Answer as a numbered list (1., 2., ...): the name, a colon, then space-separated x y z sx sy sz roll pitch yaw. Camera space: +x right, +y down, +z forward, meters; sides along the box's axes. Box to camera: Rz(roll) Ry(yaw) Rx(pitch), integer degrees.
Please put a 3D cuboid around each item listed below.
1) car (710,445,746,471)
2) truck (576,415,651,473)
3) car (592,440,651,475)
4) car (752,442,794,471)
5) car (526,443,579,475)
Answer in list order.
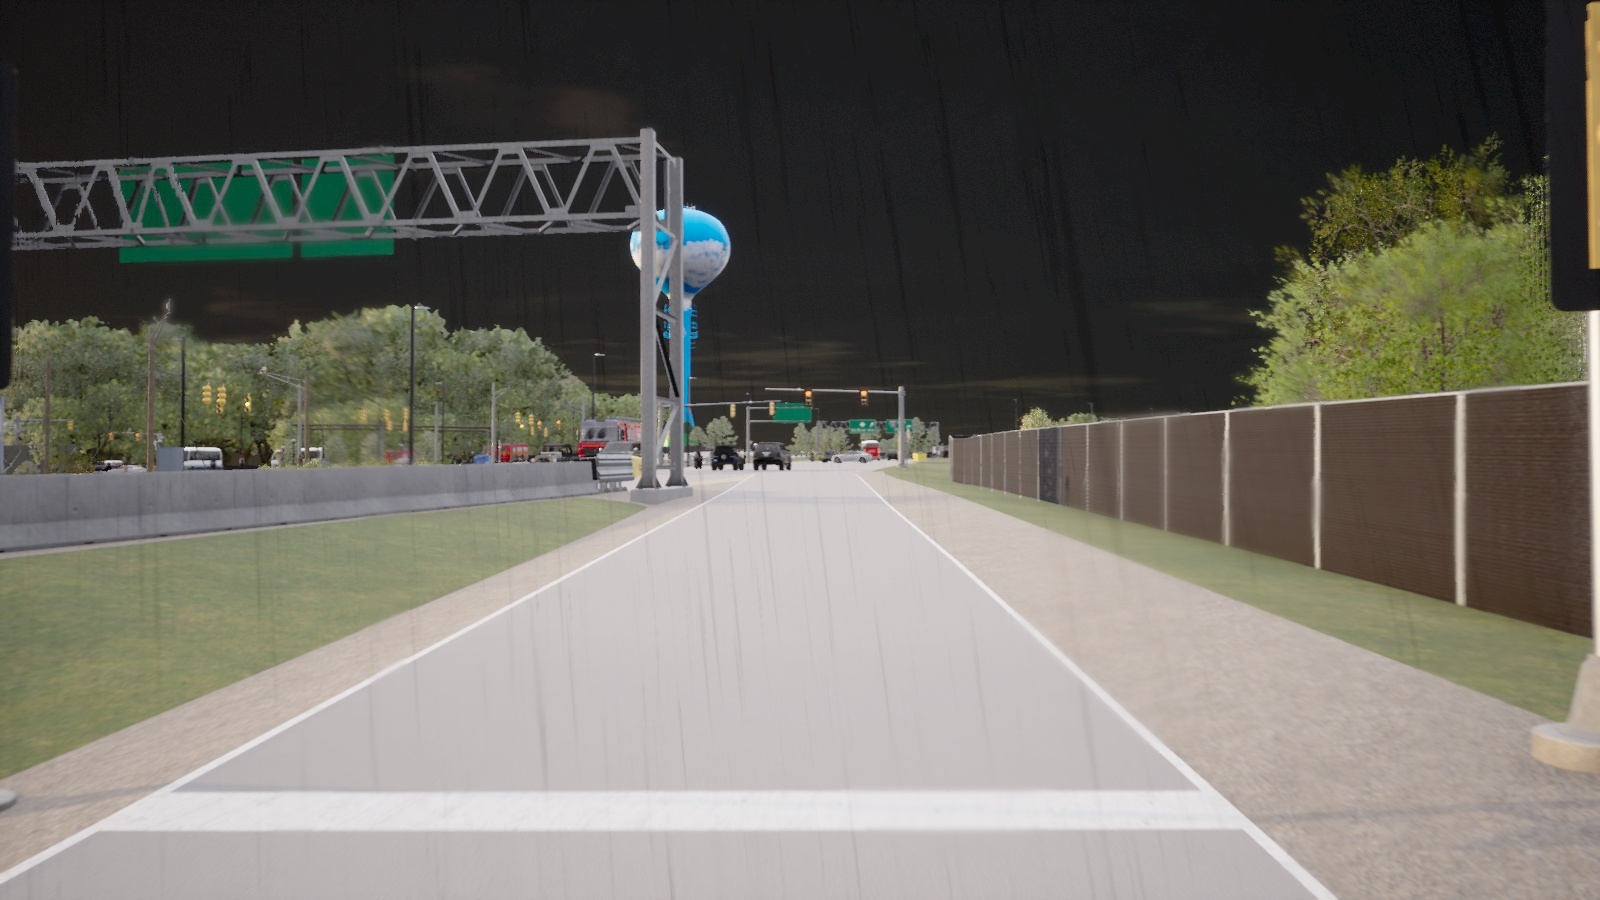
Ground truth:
1. car: -5.254 0.554 92.192 1.905 1.878 3.866 0 0 8
2. truck: -12.943 -0.400 87.893 2.891 3.827 8.468 0 0 8
3. car: -10.927 0.440 77.254 2.150 2.045 5.566 0 0 8
4. car: -1.931 0.463 90.717 2.150 2.045 5.566 0 0 8
5. car: -14.764 0.520 75.140 1.905 1.878 3.866 0 0 8
